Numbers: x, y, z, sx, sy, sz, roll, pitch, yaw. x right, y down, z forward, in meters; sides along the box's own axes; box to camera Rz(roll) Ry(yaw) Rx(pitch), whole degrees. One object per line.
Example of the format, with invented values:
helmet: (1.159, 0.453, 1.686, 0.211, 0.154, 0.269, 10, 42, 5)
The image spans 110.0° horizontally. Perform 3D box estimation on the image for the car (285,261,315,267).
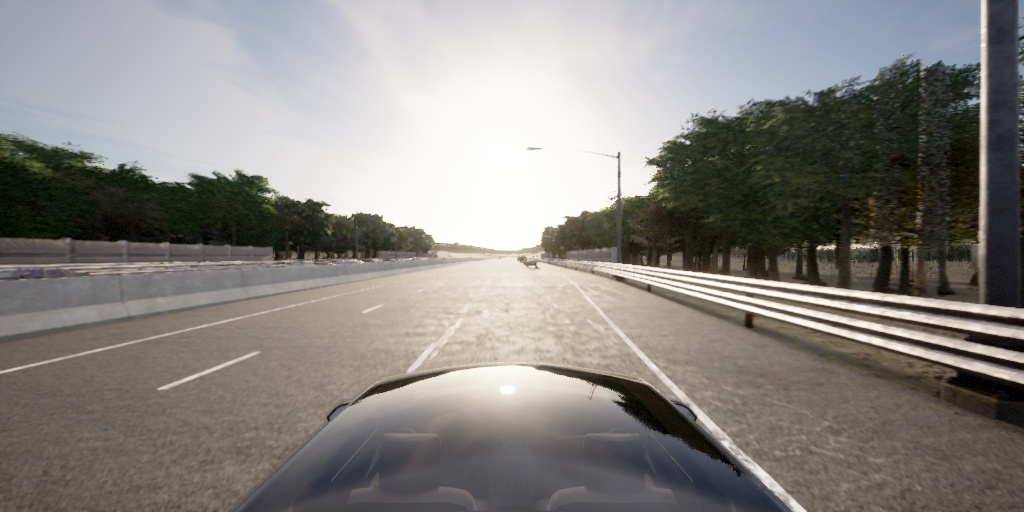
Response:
car: (-24.588, 1.311, 41.868, 1.994, 1.385, 4.181, 0, 0, 0)

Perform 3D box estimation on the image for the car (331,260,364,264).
car: (-17.598, 1.253, 39.371, 1.837, 1.490, 4.892, 0, 0, 0)

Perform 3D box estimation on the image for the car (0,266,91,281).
car: (-27.357, 1.289, 20.273, 2.033, 1.411, 5.357, 0, 0, -3)

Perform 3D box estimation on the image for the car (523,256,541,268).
car: (3.450, 1.195, 63.170, 2.128, 1.511, 4.902, 0, 0, 0)
